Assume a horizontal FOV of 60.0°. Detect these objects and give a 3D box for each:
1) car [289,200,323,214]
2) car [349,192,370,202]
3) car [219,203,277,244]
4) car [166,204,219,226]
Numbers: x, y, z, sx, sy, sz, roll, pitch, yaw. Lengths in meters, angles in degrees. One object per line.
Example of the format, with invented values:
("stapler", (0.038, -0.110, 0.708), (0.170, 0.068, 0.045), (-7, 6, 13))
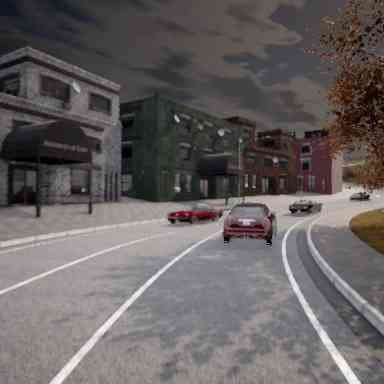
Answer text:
("car", (10.915, 1.383, 31.652), (1.895, 1.301, 4.718), (0, 1, 36))
("car", (27.433, 0.734, 54.388), (5.008, 1.535, 1.882), (-2, 1, -45))
("car", (2.884, 1.309, 15.859), (2.097, 1.767, 4.553), (0, 0, 17))
("car", (0.232, 1.524, 23.171), (1.895, 1.301, 4.718), (0, 0, 33))
